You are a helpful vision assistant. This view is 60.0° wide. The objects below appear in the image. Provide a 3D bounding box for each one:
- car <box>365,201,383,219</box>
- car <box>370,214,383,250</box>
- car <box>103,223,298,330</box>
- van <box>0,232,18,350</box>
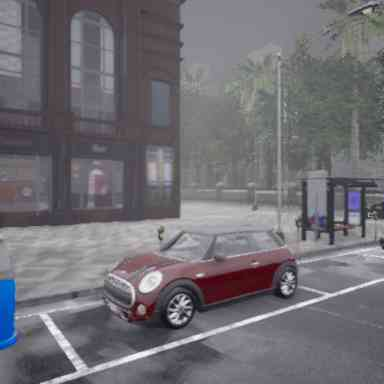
[{"bbox_3d":[15.120,1.473,24.583,1.837,1.490,4.892,0,2,-35],"label":"car"},{"bbox_3d":[9.119,1.614,13.157,4.206,1.307,1.802,0,0,-36],"label":"car"},{"bbox_3d":[0.284,1.449,6.855,4.097,1.590,1.967,0,0,-35],"label":"car"},{"bbox_3d":[-4.134,1.338,3.704,3.998,1.788,1.690,0,0,-35],"label":"van"}]
